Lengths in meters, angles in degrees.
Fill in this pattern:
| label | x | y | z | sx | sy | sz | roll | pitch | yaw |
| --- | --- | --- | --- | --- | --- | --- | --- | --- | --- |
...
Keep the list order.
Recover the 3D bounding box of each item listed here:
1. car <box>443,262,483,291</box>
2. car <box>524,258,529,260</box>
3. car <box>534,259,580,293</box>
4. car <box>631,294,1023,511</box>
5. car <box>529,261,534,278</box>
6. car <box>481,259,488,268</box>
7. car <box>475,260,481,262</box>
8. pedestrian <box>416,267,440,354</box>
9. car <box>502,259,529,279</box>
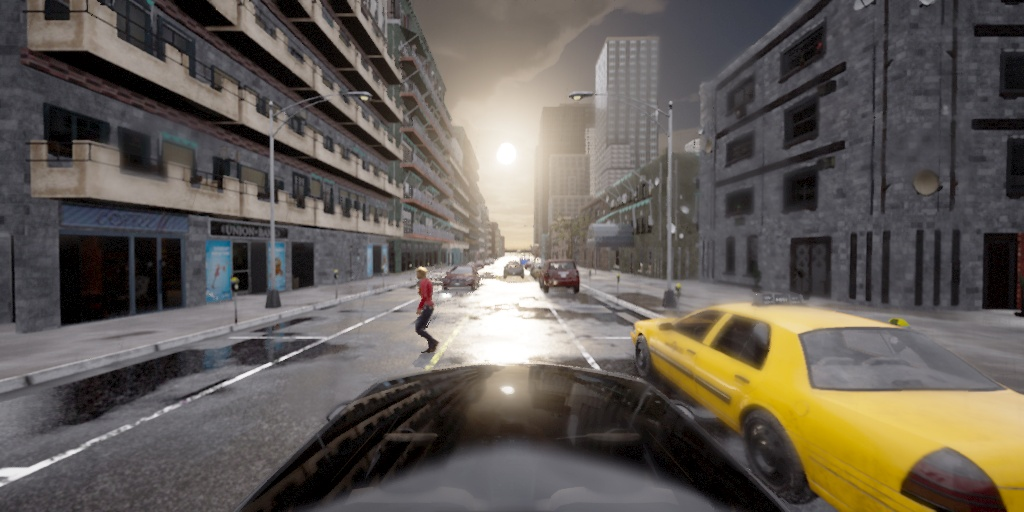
| label | x | y | z | sx | sy | sz | roll | pitch | yaw |
| --- | --- | --- | --- | --- | --- | --- | --- | --- | --- |
| car | -3.058 | 1.319 | 22.426 | 1.812 | 1.442 | 4.674 | 0 | 0 | 0 |
| car | 2.798 | 1.435 | 54.445 | 1.802 | 1.307 | 4.207 | 0 | 0 | 0 |
| car | 2.696 | 1.106 | 20.966 | 2.192 | 1.841 | 5.009 | 0 | 0 | 0 |
| car | 3.005 | 1.212 | 4.322 | 1.801 | 1.575 | 5.366 | 0 | 0 | 0 |
| car | 2.743 | 1.339 | 32.296 | 1.751 | 1.417 | 4.829 | 0 | 0 | 0 |
| car | -5.572 | 1.406 | 59.998 | 1.888 | 1.381 | 4.507 | 0 | 0 | 0 |
| car | -5.595 | 1.425 | 48.837 | 1.802 | 1.307 | 4.207 | 0 | 0 | 0 |
| pedestrian | -1.761 | 1.056 | 7.308 | 0.375 | 1.860 | 0.375 | -1 | 1 | 0 |
| car | 0.161 | 1.307 | 33.463 | 2.128 | 1.511 | 4.902 | 0 | 0 | 0 |
